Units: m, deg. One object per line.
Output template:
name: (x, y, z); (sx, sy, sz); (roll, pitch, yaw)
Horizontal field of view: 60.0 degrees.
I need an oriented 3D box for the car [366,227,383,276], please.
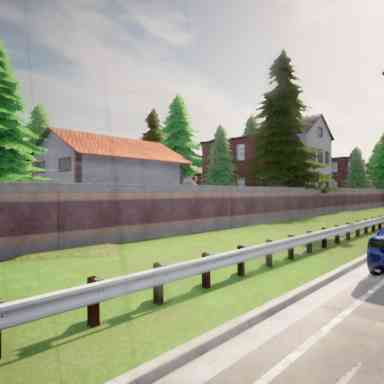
car: (6.518, 1.471, 9.449); (1.882, 1.535, 5.008); (0, 0, 42)
